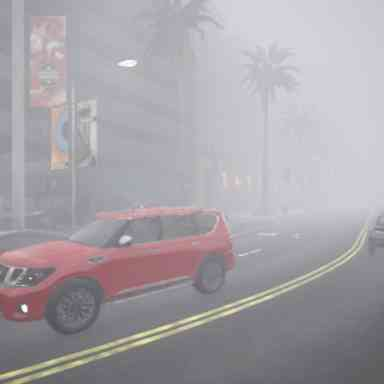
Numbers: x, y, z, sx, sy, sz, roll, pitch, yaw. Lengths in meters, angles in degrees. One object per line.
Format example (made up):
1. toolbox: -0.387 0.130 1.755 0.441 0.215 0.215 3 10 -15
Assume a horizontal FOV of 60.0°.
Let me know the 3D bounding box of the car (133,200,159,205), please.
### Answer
1. car: -6.382 2.070 44.487 2.435 2.045 5.566 -1 -1 29

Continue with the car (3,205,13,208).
1. car: -32.753 3.077 58.975 2.161 1.482 4.786 -1 -1 29

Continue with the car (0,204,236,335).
1. car: -1.365 1.409 7.573 5.566 2.045 2.150 0 -1 -42

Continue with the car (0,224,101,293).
1. car: -5.064 1.788 9.063 4.674 1.442 1.812 0 -1 -40

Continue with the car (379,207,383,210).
1. car: 18.014 1.933 29.916 2.128 1.511 4.902 -1 -1 30

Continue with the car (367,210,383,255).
1. car: 8.511 1.697 13.791 2.128 1.511 4.902 -1 -1 34
